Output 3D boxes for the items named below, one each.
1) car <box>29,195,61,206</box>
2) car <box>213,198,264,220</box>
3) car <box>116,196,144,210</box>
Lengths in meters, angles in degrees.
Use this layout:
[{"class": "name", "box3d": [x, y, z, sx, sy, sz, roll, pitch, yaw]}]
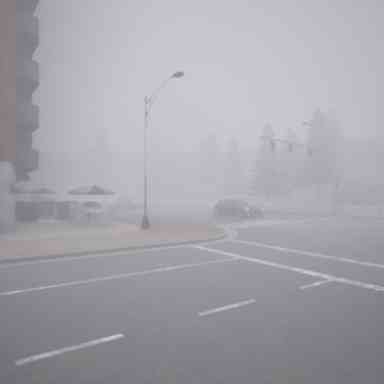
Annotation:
[{"class": "car", "box3d": [-22.700, 1.256, 51.473, 4.553, 1.767, 2.097, 0, 0, 10]}, {"class": "car", "box3d": [3.838, 1.356, 27.989, 2.097, 1.767, 4.553, 0, 0, -36]}, {"class": "car", "box3d": [-7.920, 1.357, 43.271, 4.553, 1.767, 2.097, 0, 0, 44]}]
